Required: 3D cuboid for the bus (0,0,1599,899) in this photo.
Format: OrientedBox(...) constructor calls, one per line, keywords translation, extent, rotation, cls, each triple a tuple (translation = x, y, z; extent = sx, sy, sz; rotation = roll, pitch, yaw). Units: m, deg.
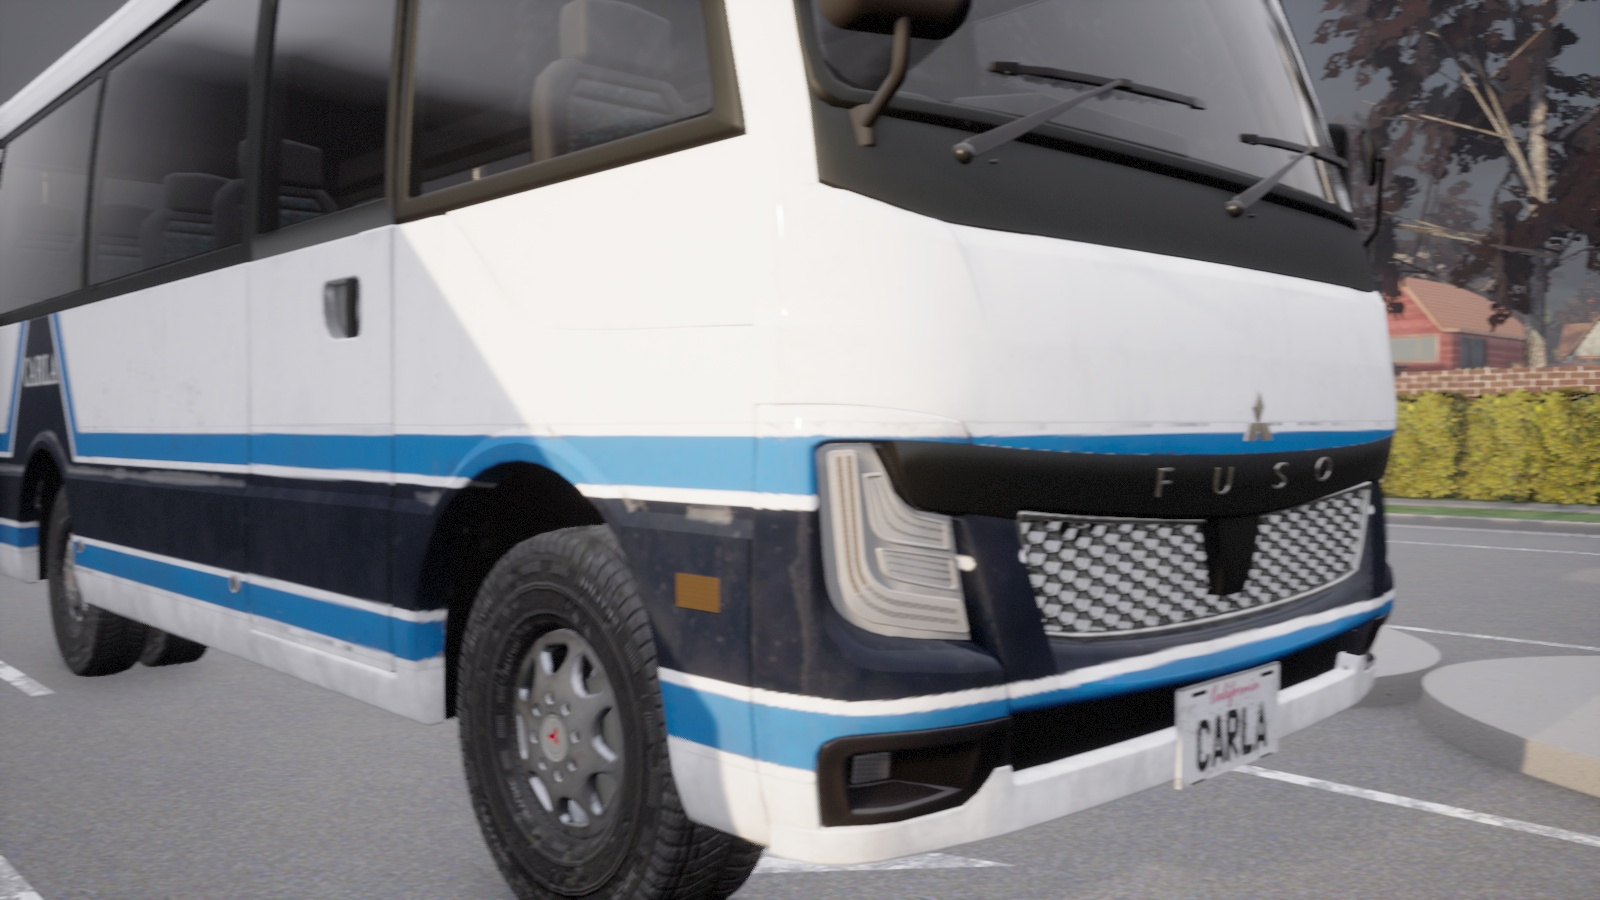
OrientedBox(translation=(-1.836, -0.700, 6.948), extent=(3.944, 4.253, 10.273), rotation=(-1, 2, -44), cls="bus")
